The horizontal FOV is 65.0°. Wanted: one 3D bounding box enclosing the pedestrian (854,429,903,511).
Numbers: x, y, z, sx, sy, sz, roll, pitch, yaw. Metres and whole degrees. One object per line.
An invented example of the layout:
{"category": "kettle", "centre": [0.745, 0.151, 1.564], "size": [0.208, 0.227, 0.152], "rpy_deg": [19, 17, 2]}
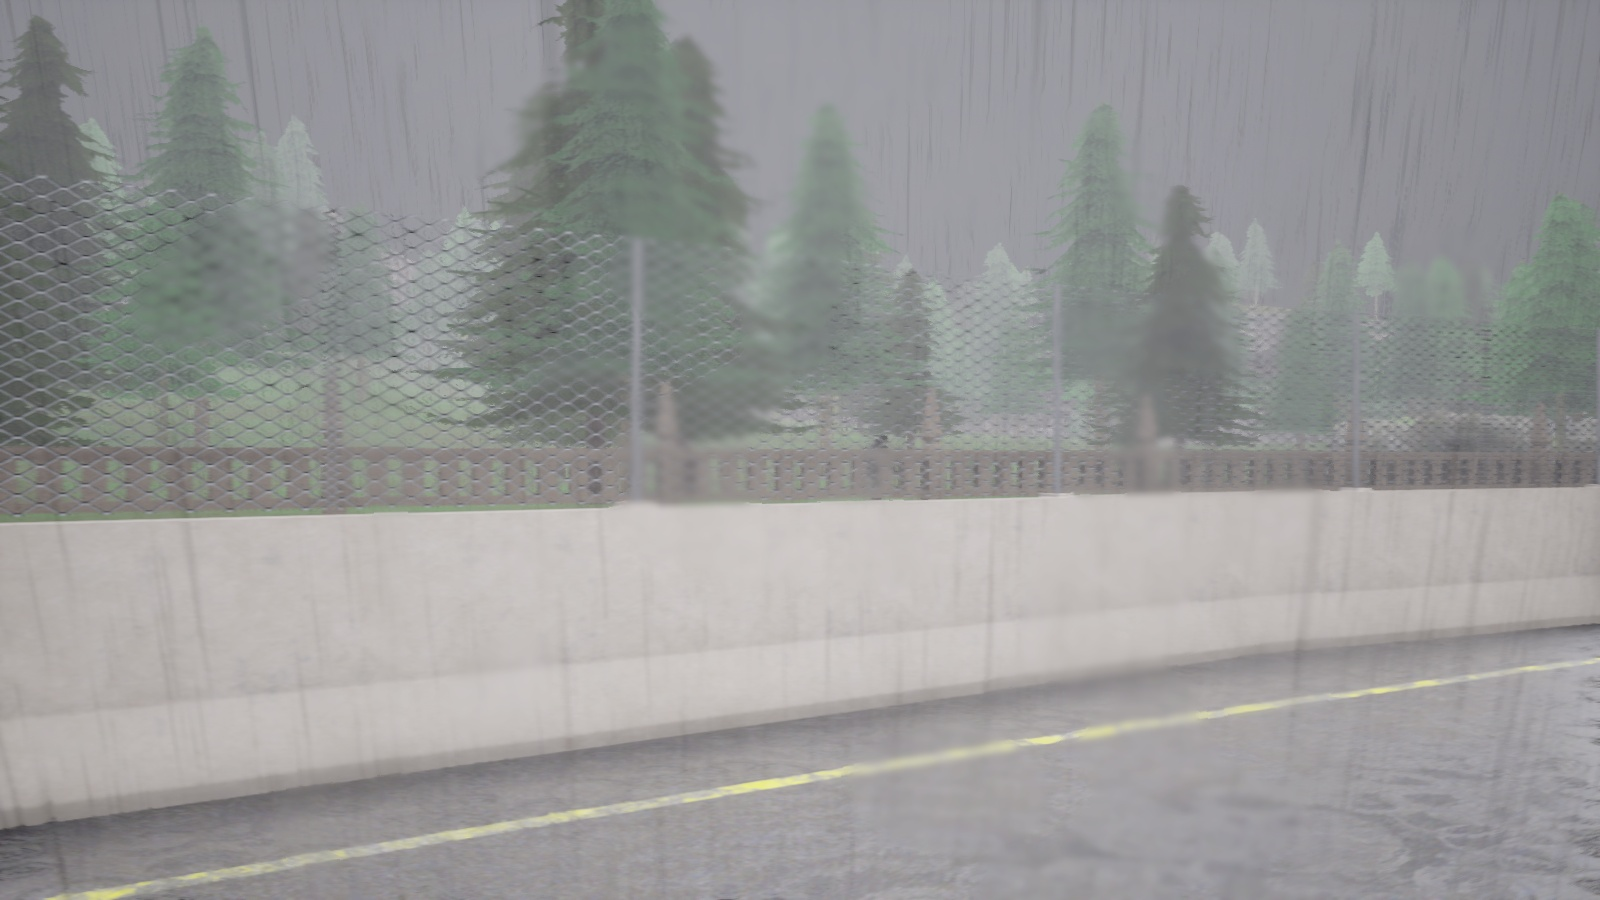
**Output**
{"category": "pedestrian", "centre": [1.791, 0.456, 28.627], "size": [0.899, 1.844, 0.634], "rpy_deg": [0, 0, -26]}
